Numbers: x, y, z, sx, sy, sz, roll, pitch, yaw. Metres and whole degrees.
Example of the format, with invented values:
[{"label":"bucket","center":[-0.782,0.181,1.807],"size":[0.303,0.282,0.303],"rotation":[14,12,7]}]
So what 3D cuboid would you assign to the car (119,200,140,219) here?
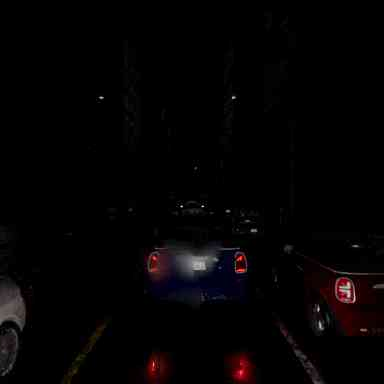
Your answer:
[{"label":"car","center":[-5.663,1.443,28.556],"size":[1.967,1.590,4.097],"rotation":[0,0,0]}]

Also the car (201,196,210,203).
[{"label":"car","center":[2.920,1.579,71.223],"size":[1.752,1.417,4.829],"rotation":[0,0,0]}]

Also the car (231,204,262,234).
[{"label":"car","center":[2.859,1.552,17.551],"size":[2.008,1.369,4.403],"rotation":[0,0,0]}]

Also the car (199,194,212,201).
[{"label":"car","center":[2.908,1.483,65.644],"size":[1.967,1.590,4.097],"rotation":[0,0,0]}]

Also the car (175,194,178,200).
[{"label":"car","center":[-5.559,1.637,92.532],"size":[1.752,1.417,4.829],"rotation":[0,0,0]}]

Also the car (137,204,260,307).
[{"label":"car","center":[0.102,1.352,8.117],"size":[2.097,1.767,4.553],"rotation":[0,0,0]}]

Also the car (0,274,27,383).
[{"label":"car","center":[-3.101,1.526,2.676],"size":[1.812,1.442,4.674],"rotation":[0,0,0]}]

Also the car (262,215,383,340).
[{"label":"car","center":[2.856,1.440,6.548],"size":[1.967,1.590,4.097],"rotation":[0,0,0]}]

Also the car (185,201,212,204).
[{"label":"car","center":[0.101,1.479,17.398],"size":[1.882,1.535,5.008],"rotation":[0,0,0]}]

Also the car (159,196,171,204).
[{"label":"car","center":[-5.616,1.625,65.659],"size":[1.802,1.307,4.206],"rotation":[0,0,0]}]

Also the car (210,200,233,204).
[{"label":"car","center":[2.863,1.569,28.553],"size":[1.947,1.339,4.313],"rotation":[0,0,0]}]

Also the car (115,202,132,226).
[{"label":"car","center":[-5.664,1.584,23.055],"size":[1.802,1.307,4.206],"rotation":[0,0,0]}]

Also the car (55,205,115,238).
[{"label":"car","center":[-5.666,1.567,17.553],"size":[1.947,1.339,4.313],"rotation":[0,0,0]}]

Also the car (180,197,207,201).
[{"label":"car","center":[0.008,1.459,27.419],"size":[1.801,1.575,5.366],"rotation":[0,0,0]}]

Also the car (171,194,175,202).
[{"label":"car","center":[-5.593,1.615,76.476],"size":[2.008,1.369,4.403],"rotation":[0,0,0]}]
